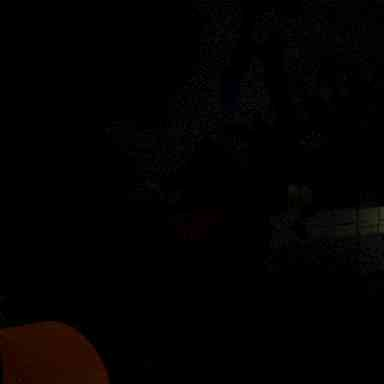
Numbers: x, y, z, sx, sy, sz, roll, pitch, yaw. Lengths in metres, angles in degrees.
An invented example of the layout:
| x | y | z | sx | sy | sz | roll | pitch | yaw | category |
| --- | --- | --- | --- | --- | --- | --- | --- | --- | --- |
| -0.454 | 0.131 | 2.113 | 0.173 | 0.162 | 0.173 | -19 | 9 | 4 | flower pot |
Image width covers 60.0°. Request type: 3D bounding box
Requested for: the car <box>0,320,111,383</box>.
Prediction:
| x | y | z | sx | sy | sz | roll | pitch | yaw | category |
| --- | --- | --- | --- | --- | --- | --- | --- | --- | --- |
| -2.737 | 1.475 | 1.115 | 5.008 | 1.535 | 1.882 | 0 | 0 | -35 | car |
